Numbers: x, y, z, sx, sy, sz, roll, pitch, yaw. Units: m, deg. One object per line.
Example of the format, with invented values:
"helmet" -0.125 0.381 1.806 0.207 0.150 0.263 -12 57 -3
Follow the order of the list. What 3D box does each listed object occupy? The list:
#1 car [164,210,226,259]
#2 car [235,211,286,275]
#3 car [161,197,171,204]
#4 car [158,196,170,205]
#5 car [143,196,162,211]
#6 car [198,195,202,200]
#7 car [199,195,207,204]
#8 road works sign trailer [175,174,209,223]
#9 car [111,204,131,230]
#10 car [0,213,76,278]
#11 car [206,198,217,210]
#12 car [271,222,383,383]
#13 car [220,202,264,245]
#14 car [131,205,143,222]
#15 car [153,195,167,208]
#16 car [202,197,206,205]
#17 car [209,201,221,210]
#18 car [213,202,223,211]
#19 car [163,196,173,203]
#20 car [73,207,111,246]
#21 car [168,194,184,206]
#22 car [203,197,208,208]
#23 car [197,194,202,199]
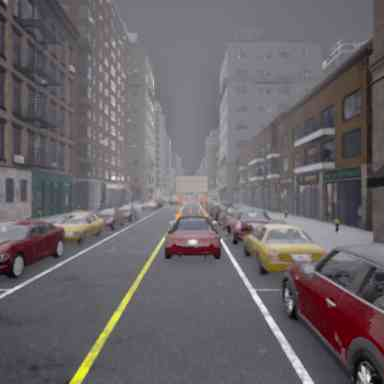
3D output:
"car" 0.047 1.590 12.783 1.994 1.385 4.181 0 0 1
"car" 2.637 1.546 10.386 1.752 1.417 4.829 0 0 0
"car" -5.401 1.701 70.742 1.752 1.417 4.829 0 0 0
"car" -5.400 1.601 65.395 1.967 1.590 4.097 0 0 0
"car" -5.391 1.626 43.153 1.752 1.417 4.829 0 0 0
"car" 2.626 1.697 59.885 2.008 1.369 4.403 0 0 0
"car" 2.627 1.682 54.366 2.008 1.369 4.403 0 0 0
"road works sign trailer" -0.004 0.513 23.473 2.380 3.560 2.880 0 0 0
"car" -5.391 1.624 21.248 1.802 1.307 4.206 0 0 0
"car" -5.388 1.564 10.211 1.887 1.381 4.507 0 0 0
"car" 2.631 1.616 32.290 1.887 1.381 4.507 0 0 0
"car" 2.638 1.450 4.697 1.967 1.590 4.097 0 0 0
"car" 2.635 1.472 15.735 1.967 1.590 4.097 0 0 0
"car" -5.392 1.638 26.766 1.802 1.307 4.206 0 0 0
"car" -5.397 1.431 48.839 2.192 1.841 5.009 0 0 0
"car" 2.629 1.683 43.328 1.802 1.307 4.206 0 0 0
"car" 2.633 1.623 26.771 1.947 1.339 4.313 0 0 0
"car" 2.634 1.594 21.253 2.008 1.369 4.403 0 0 0
"car" -5.403 1.742 76.431 2.008 1.369 4.403 0 0 0
"car" -5.390 1.556 15.559 1.752 1.417 4.829 0 0 0
"car" -2.821 1.616 57.169 1.882 1.535 5.008 0 0 0
"car" 2.630 1.637 37.809 2.008 1.369 4.403 0 0 0
"car" 2.624 1.617 70.923 1.967 1.590 4.097 0 0 0
